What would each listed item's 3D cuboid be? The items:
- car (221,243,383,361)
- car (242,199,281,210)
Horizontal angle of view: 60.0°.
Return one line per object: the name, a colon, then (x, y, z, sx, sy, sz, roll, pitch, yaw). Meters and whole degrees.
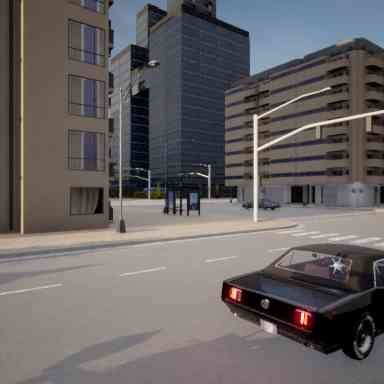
car: (2.866, 1.601, 5.959, 4.718, 1.301, 1.895, 0, 0, -36)
car: (8.969, 1.603, 43.410, 2.033, 1.411, 5.357, 0, 0, -37)
